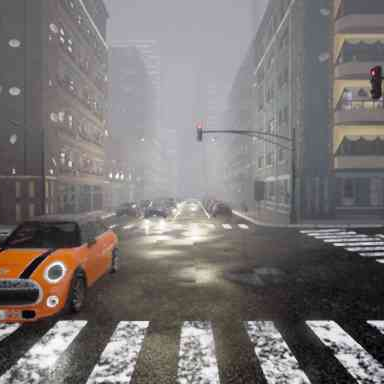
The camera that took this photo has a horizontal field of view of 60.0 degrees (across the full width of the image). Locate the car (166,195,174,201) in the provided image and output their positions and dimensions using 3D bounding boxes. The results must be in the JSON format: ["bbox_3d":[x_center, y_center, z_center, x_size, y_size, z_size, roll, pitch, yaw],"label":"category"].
[{"bbox_3d":[-5.635,1.551,85.382,1.752,1.417,4.829,0,0,0],"label":"car"}]

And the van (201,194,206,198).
[{"bbox_3d":[2.721,1.347,52.392,1.690,1.788,3.998,0,0,0],"label":"van"}]

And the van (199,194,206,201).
[{"bbox_3d":[2.745,1.367,85.534,1.690,1.788,3.998,-1,0,0],"label":"van"}]

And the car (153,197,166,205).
[{"bbox_3d":[-5.654,1.553,57.935,1.887,1.381,4.507,0,0,0],"label":"car"}]

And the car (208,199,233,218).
[{"bbox_3d":[2.707,1.580,30.299,1.802,1.307,4.206,0,0,0],"label":"car"}]

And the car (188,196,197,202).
[{"bbox_3d":[0.052,1.442,69.792,1.895,1.301,4.718,0,0,0],"label":"car"}]

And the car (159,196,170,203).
[{"bbox_3d":[-5.646,1.596,68.982,1.802,1.307,4.206,0,0,0],"label":"car"}]

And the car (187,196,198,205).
[{"bbox_3d":[0.044,1.535,59.756,1.812,1.442,4.674,0,0,0],"label":"car"}]

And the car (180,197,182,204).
[{"bbox_3d":[-2.952,1.539,63.932,2.128,1.511,4.902,0,0,0],"label":"car"}]

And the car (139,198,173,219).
[{"bbox_3d":[-3.079,1.546,29.822,2.033,1.411,5.357,0,0,0],"label":"car"}]

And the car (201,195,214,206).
[{"bbox_3d":[2.719,1.548,46.869,1.887,1.381,4.507,0,0,0],"label":"car"}]

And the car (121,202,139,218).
[{"bbox_3d":[-5.674,1.564,30.317,1.947,1.339,4.313,0,0,0],"label":"car"}]

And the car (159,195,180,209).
[{"bbox_3d":[-3.061,1.507,45.561,1.837,1.490,4.892,0,0,0],"label":"car"}]

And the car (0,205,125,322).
[{"bbox_3d":[-3.094,1.350,7.498,2.097,1.767,4.553,0,0,0],"label":"car"}]

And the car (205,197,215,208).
[{"bbox_3d":[2.711,1.565,35.822,1.947,1.339,4.313,0,0,0],"label":"car"}]
